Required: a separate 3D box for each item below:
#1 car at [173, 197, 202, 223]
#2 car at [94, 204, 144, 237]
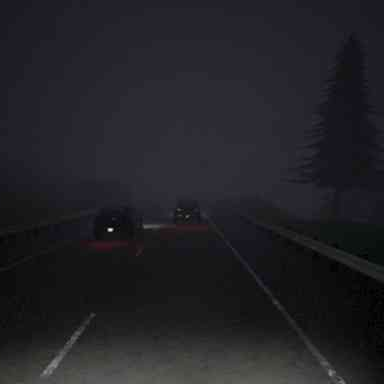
[{"bbox_3d":[-0.340,1.363,23.945,2.128,1.511,4.902,0,0,-1],"label":"car"},{"bbox_3d":[-3.695,1.413,17.261,1.837,1.490,4.892,0,0,-1],"label":"car"}]
